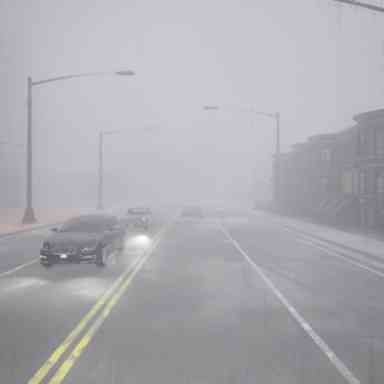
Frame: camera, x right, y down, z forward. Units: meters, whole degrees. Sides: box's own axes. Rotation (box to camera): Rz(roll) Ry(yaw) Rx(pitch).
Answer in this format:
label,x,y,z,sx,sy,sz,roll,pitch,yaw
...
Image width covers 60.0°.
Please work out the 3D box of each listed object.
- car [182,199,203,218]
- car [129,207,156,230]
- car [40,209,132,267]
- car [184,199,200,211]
label,x,y,z,sx,sy,sz,roll,pitch,yaw
car,0.014,1.683,32.351,1.812,1.442,4.674,0,-1,0
car,-3.566,1.707,21.893,1.895,1.301,4.718,0,0,0
car,-3.595,1.562,11.758,1.837,1.490,4.892,0,0,0
car,0.036,1.710,45.079,2.128,1.511,4.902,0,0,1
